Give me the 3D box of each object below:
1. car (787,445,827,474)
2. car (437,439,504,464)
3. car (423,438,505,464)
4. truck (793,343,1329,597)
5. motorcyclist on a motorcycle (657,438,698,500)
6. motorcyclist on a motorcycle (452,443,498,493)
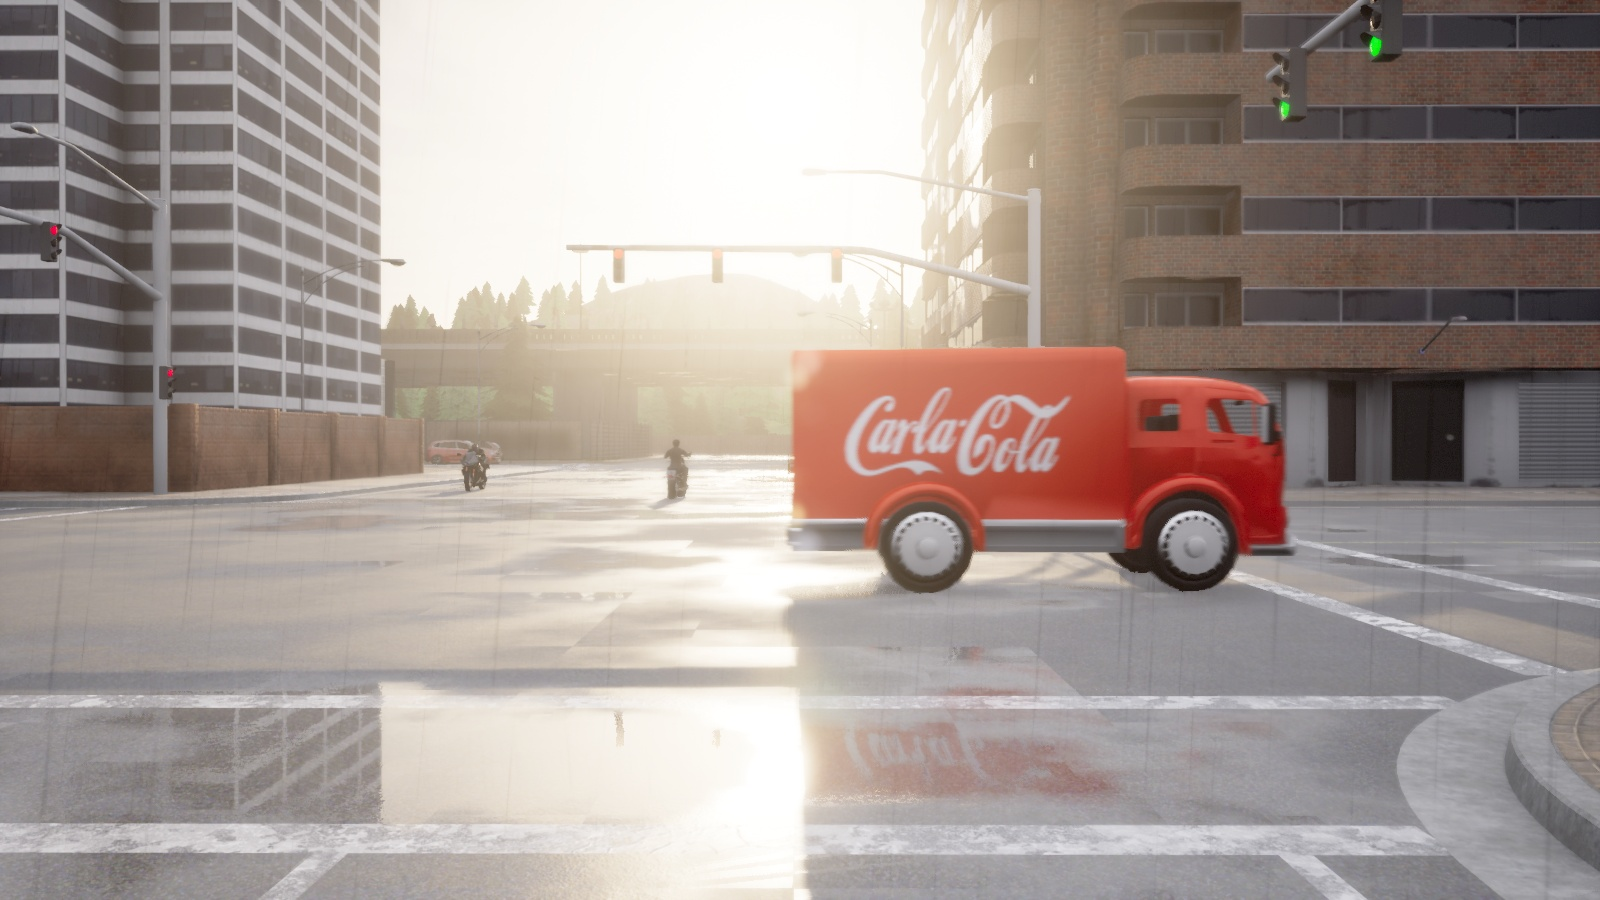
[{"bbox_3d":[0.367,0.450,63.841,1.994,1.385,4.181,0,0,0],"label":"car"},{"bbox_3d":[-22.075,0.096,84.214,3.988,1.617,1.851,0,0,1],"label":"car"},{"bbox_3d":[-21.556,0.063,80.709,4.611,1.667,2.242,0,0,0],"label":"car"},{"bbox_3d":[2.545,0.185,13.537,5.204,2.467,2.627,0,0,1],"label":"truck"},{"bbox_3d":[-3.336,0.500,34.427,0.766,1.649,2.350,0,0,3],"label":"motorcyclist on a motorcycle"},{"bbox_3d":[-10.265,0.549,39.709,0.866,1.530,2.191,0,0,0],"label":"motorcyclist on a motorcycle"}]
